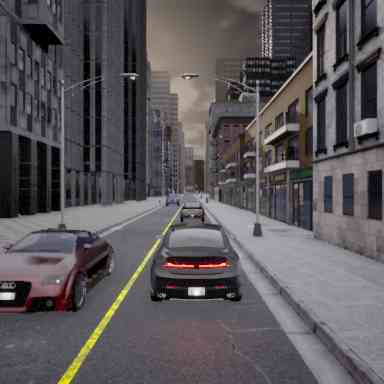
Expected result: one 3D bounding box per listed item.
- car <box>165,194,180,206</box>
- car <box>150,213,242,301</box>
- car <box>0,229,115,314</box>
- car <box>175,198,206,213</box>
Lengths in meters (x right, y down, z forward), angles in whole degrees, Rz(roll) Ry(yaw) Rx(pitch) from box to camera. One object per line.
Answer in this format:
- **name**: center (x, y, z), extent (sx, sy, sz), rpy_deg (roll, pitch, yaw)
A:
- **car**: center (-3.103, 1.268, 54.661), extent (2.150, 2.045, 5.566), rpy_deg (0, 0, 0)
- **car**: center (0.085, 1.507, 8.292), extent (1.837, 1.490, 4.892), rpy_deg (0, 0, 0)
- **car**: center (-3.113, 1.565, 7.582), extent (1.994, 1.385, 4.181), rpy_deg (0, 0, 0)
- **car**: center (0.047, 1.509, 26.311), extent (2.128, 1.511, 4.902), rpy_deg (0, 0, 0)
